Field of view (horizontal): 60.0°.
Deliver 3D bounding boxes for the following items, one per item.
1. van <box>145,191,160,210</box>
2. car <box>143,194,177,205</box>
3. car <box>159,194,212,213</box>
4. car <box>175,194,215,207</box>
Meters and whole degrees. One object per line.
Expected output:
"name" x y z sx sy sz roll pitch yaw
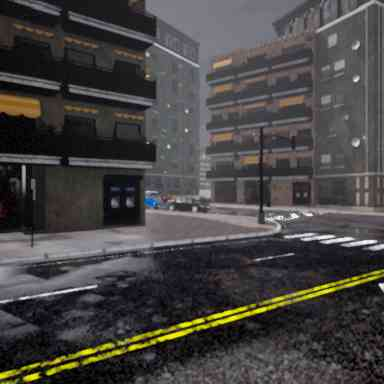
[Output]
"van" -4.760 0.795 32.774 3.998 1.788 1.690 1 0 37
"car" -4.137 0.930 42.772 4.206 1.307 1.802 1 0 37
"car" -0.344 1.113 29.460 4.403 1.369 2.008 1 0 37
"car" 0.286 1.008 39.459 4.403 1.369 2.008 1 0 37
